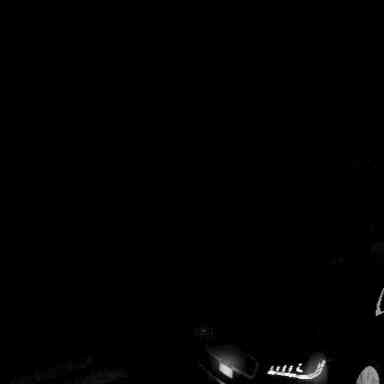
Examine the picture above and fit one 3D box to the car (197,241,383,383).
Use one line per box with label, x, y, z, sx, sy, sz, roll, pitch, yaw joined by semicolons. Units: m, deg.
car;2.319;1.541;4.718;4.892;1.490;1.837;1;0;-35
